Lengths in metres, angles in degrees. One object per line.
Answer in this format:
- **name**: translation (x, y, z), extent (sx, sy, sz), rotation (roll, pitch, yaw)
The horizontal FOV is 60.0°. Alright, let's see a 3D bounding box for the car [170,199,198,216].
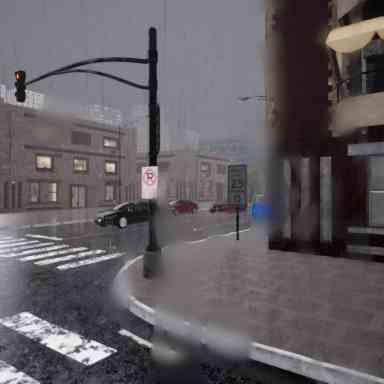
- **car**: translation (-1.066, 1.309, 28.807), extent (1.802, 1.307, 4.206), rotation (1, 1, 35)

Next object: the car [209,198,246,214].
- **car**: translation (3.325, 1.238, 30.516), extent (1.994, 1.385, 4.181), rotation (0, 1, 36)

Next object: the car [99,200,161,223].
- **car**: translation (-4.371, 1.358, 24.168), extent (1.947, 1.339, 4.313), rotation (1, 1, 35)

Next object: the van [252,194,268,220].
- **van**: translation (5.770, 1.047, 23.955), extent (1.690, 1.788, 3.998), rotation (1, 1, 35)

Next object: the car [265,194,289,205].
- **car**: translation (12.155, 1.037, 47.364), extent (1.947, 1.339, 4.313), rotation (1, 1, 35)

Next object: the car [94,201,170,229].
- **car**: translation (-3.776, 1.320, 20.554), extent (1.837, 1.490, 4.892), rotation (0, 1, 35)
